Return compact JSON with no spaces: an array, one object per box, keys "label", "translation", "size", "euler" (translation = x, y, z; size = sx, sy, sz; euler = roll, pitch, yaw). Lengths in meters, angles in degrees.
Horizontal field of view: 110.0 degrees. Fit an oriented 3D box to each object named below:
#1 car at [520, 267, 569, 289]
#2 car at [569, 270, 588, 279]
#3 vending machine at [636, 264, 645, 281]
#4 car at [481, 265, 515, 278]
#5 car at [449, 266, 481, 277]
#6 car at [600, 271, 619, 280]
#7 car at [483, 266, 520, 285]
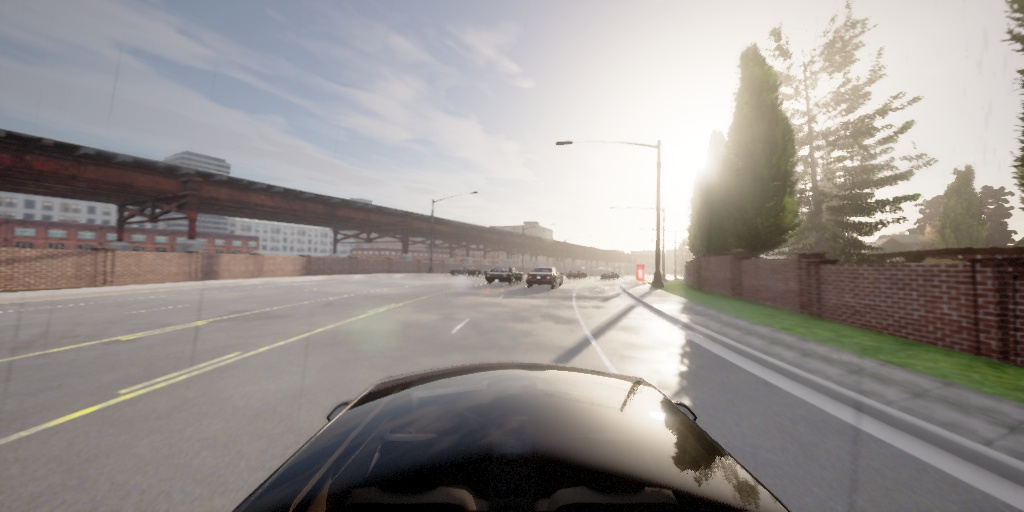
[{"label":"car","translation":[2.371,1.446,24.880],"size":[2.033,1.411,5.357],"euler":[1,-1,16]},{"label":"car","translation":[9.607,2.718,52.602],"size":[1.895,1.301,4.718],"euler":[0,-3,29]},{"label":"vending machine","translation":[14.492,1.935,40.546],"size":[1.100,2.100,0.880],"euler":[0,0,25]},{"label":"car","translation":[-1.616,1.974,44.637],"size":[2.033,1.411,5.357],"euler":[1,-3,24]},{"label":"car","translation":[-5.700,1.884,43.928],"size":[1.895,1.301,4.718],"euler":[1,-2,22]},{"label":"car","translation":[15.266,3.024,55.622],"size":[1.895,1.301,4.718],"euler":[0,-3,30]},{"label":"car","translation":[-0.460,1.498,27.632],"size":[1.895,1.301,4.718],"euler":[1,-1,16]}]
